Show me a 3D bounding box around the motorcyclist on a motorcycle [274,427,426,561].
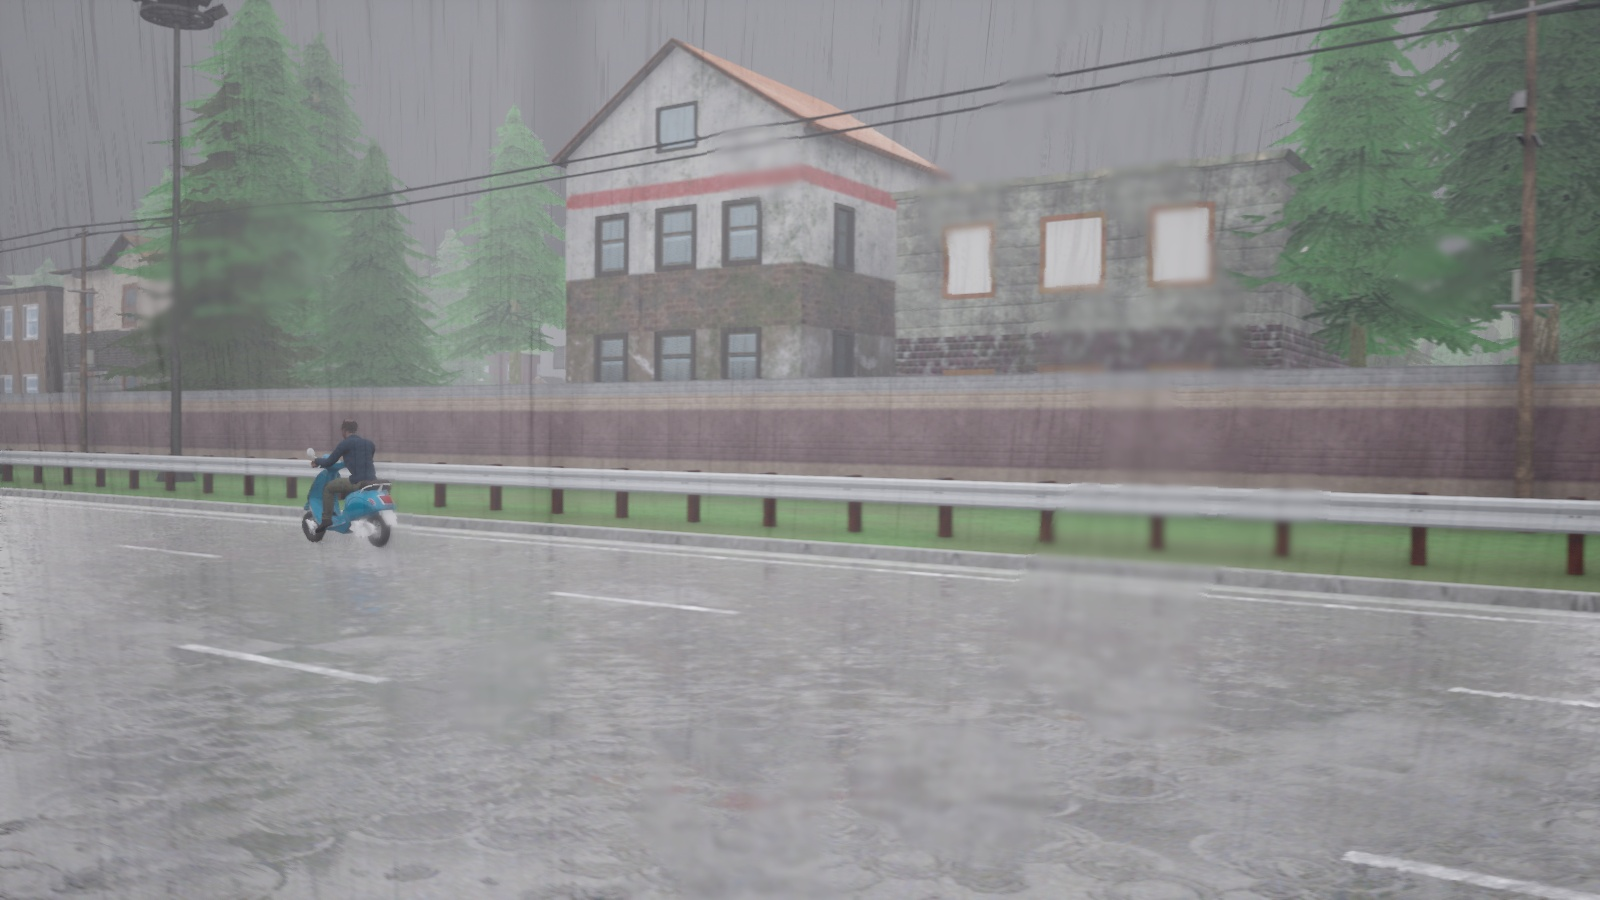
[{"bbox_3d":[-5.664,0.521,15.789,1.817,1.590,0.866,0,1,34],"label":"motorcyclist on a motorcycle"}]
